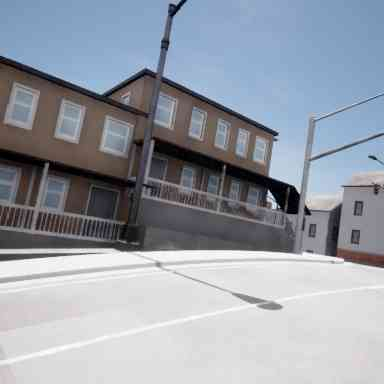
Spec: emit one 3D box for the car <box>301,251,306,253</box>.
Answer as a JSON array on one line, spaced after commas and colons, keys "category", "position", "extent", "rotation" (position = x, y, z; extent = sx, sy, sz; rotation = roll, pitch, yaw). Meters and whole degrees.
[{"category": "car", "position": [9.744, 6.040, 30.368], "extent": [1.994, 1.385, 4.181], "rotation": [14, -17, -34]}]
